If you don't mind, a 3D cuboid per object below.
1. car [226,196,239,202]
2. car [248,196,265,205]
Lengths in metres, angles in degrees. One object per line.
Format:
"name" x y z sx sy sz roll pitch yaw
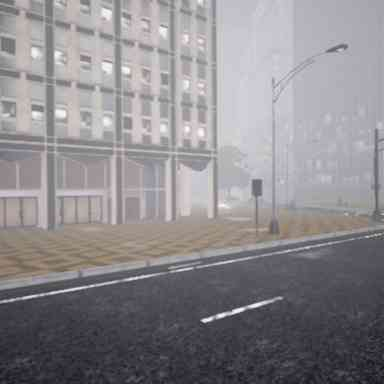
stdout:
"car" 8.719 1.463 71.478 1.895 1.301 4.718 -1 0 -8
"car" 10.798 1.426 56.070 1.837 1.490 4.892 -1 0 -7
